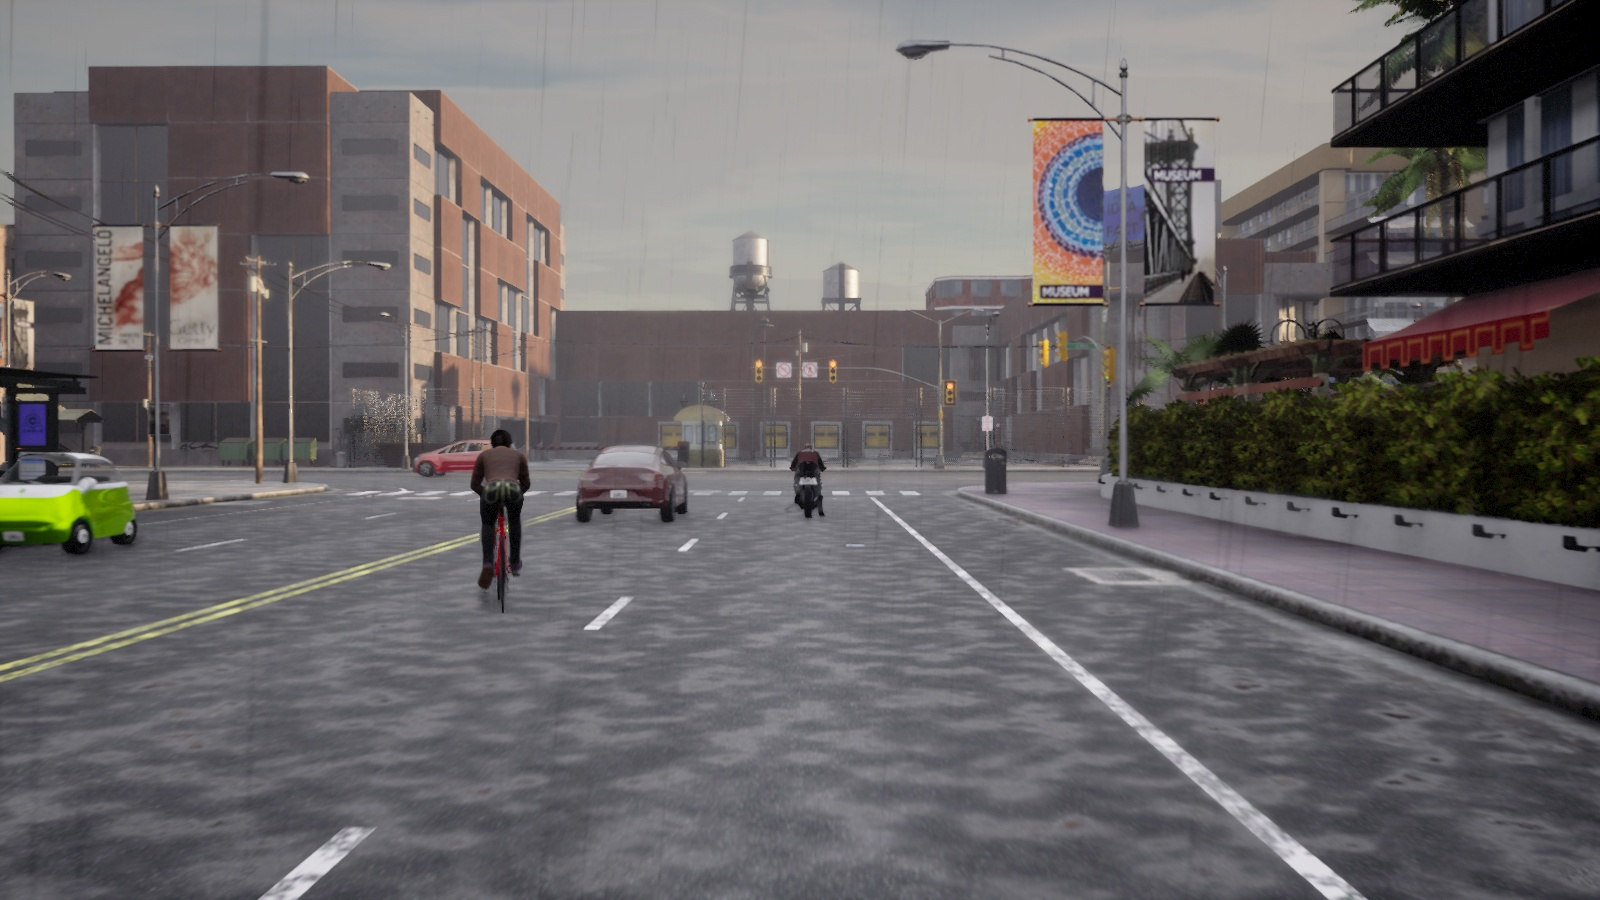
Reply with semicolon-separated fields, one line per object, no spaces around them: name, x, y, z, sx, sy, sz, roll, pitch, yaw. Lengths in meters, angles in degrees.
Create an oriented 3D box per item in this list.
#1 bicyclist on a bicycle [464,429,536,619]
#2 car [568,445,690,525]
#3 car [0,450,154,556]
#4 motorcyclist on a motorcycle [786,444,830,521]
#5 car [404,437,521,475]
bicyclist on a bicycle;-2.776;0.632;11.563;0.582;1.620;1.656;1;0;-14
car;-3.327;0.627;25.229;1.812;1.442;4.674;0;0;0
car;-10.333;0.694;17.499;1.481;1.376;2.207;0;0;1
motorcyclist on a motorcycle;0.164;0.636;25.821;0.866;1.530;2.191;0;0;0
car;-14.960;0.264;55.880;4.611;1.667;2.242;0;0;1
